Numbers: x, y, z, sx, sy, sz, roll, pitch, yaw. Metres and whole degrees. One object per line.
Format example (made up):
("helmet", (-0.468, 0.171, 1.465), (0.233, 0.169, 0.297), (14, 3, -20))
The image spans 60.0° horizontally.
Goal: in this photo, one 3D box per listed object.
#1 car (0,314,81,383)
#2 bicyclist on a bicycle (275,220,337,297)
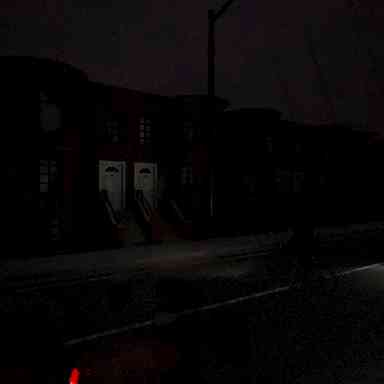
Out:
("car", (-2.842, 1.564, 1.976), (4.181, 1.385, 1.994), (0, 0, -36))
("bicyclist on a bicycle", (2.490, 1.455, 7.504), (0.582, 1.620, 1.656), (0, -2, -35))
